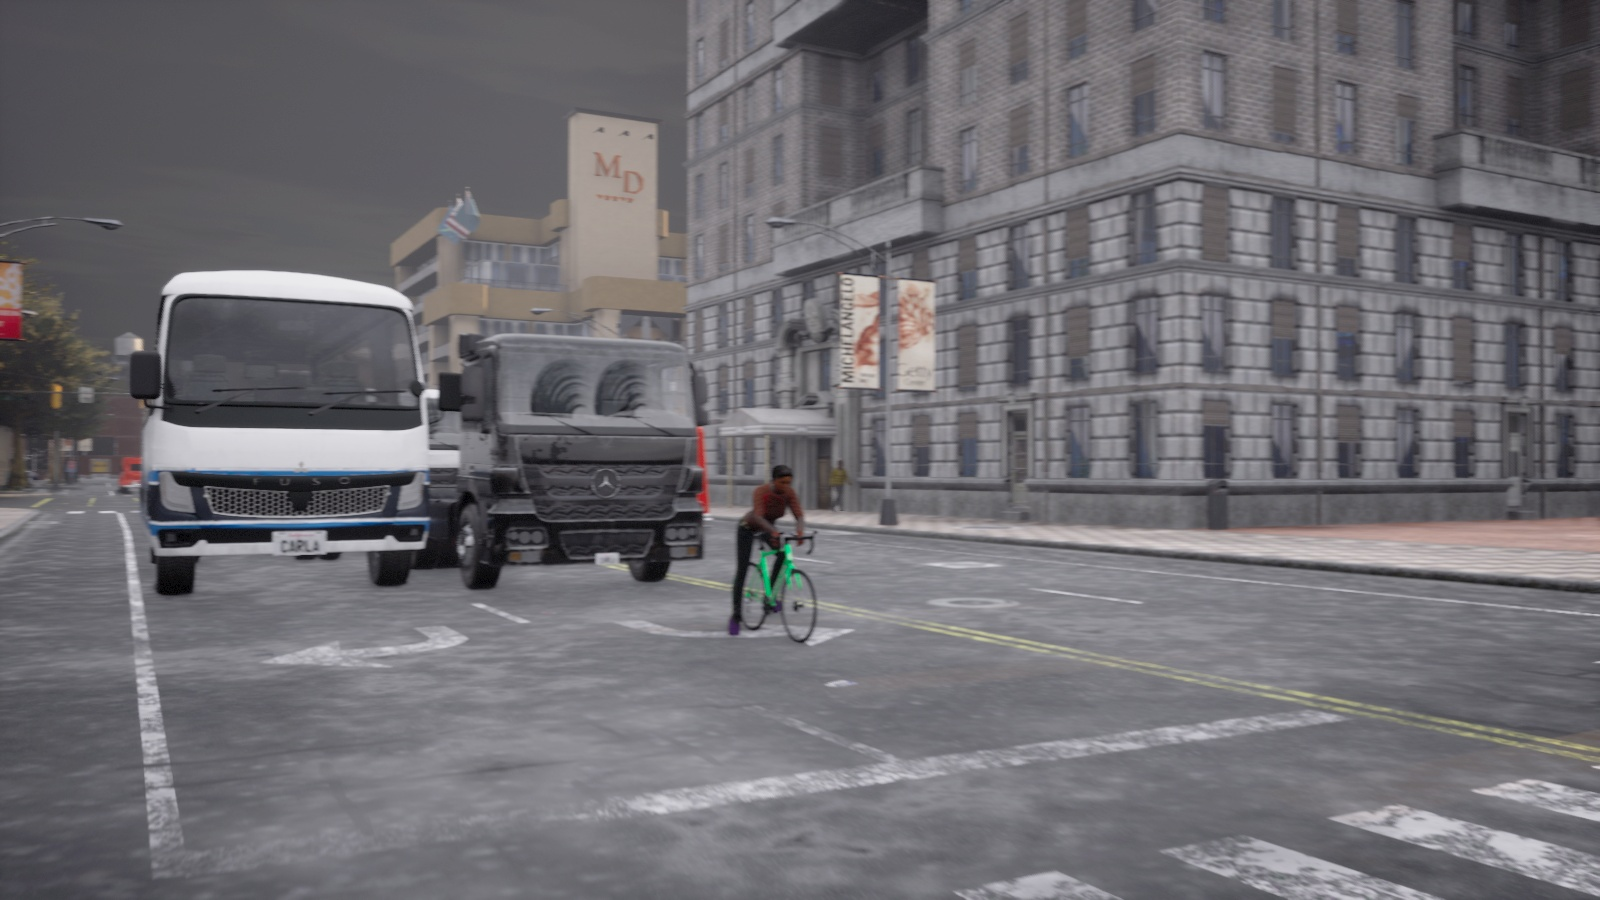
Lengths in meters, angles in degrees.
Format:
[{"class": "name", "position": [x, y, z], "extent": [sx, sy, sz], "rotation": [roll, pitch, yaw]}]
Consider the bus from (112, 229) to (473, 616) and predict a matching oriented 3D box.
[{"class": "bus", "position": [-8.293, -0.182, 19.241], "extent": [3.944, 4.253, 10.273], "rotation": [0, -1, -29]}]

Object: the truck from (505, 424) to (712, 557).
[{"class": "truck", "position": [-4.136, 0.800, 26.213], "extent": [2.627, 2.467, 5.204], "rotation": [0, -1, -29]}]

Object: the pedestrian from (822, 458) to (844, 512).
[{"class": "pedestrian", "position": [1.131, 1.188, 42.908], "extent": [0.431, 1.840, 0.709], "rotation": [0, -1, -28]}]

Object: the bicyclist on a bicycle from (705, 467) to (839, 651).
[{"class": "bicyclist on a bicycle", "position": [-0.297, 0.972, 11.959], "extent": [0.582, 1.620, 1.656], "rotation": [0, -1, -28]}]

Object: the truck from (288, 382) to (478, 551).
[{"class": "truck", "position": [-10.131, 0.403, 29.867], "extent": [2.891, 3.462, 7.936], "rotation": [0, -1, -29]}]

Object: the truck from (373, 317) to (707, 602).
[{"class": "truck", "position": [-4.391, 0.190, 19.421], "extent": [2.891, 3.462, 7.936], "rotation": [0, -1, -28]}]
